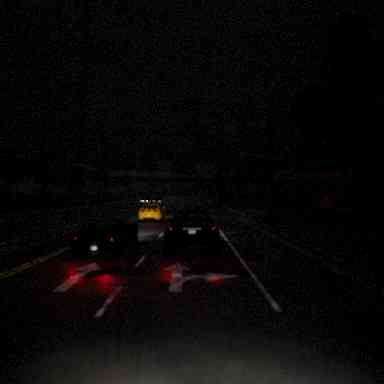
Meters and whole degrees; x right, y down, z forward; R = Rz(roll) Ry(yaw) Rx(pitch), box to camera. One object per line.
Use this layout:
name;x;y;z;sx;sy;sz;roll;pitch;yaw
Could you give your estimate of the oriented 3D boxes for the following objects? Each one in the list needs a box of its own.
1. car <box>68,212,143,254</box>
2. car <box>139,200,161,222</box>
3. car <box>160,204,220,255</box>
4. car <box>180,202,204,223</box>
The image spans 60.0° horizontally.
car;-3.497;1.735;14.110;1.895;1.301;4.718;0;-1;0
car;-3.492;1.757;29.479;1.882;1.535;5.008;0;0;0
car;0.003;1.484;14.086;2.097;1.767;4.553;0;-1;0
car;0.008;1.757;29.485;1.882;1.535;5.008;0;0;0
